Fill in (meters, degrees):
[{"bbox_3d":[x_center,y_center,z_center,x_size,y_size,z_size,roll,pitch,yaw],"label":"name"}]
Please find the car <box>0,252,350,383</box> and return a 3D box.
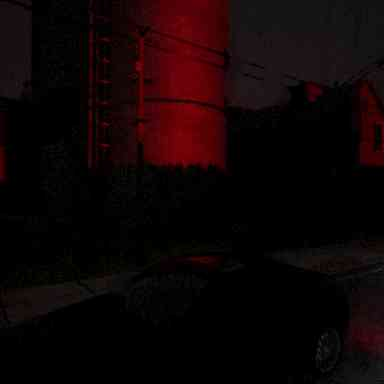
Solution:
[{"bbox_3d":[0.108,1.547,4.069,4.674,1.442,1.812,1,-1,-35],"label":"car"}]
